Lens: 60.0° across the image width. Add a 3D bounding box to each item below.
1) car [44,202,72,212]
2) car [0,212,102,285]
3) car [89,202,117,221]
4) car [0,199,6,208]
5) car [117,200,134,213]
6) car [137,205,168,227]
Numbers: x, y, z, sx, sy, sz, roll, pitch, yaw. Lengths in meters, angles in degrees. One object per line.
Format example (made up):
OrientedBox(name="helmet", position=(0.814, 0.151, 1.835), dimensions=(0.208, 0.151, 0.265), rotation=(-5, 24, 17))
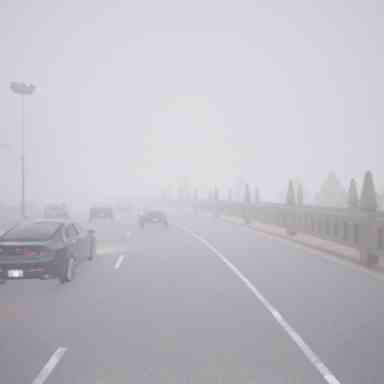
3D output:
OrientedBox(name="car", position=(-11.291, 1.622, 28.009), dimensions=(2.128, 1.511, 4.902), rotation=(0, 0, -16))
OrientedBox(name="car", position=(-4.097, 1.551, 9.732), dimensions=(1.837, 1.490, 4.892), rotation=(0, 0, -5))
OrientedBox(name="car", position=(-7.601, 1.592, 27.885), dimensions=(1.882, 1.535, 5.008), rotation=(0, 0, -16))
OrientedBox(name="car", position=(-29.563, 1.822, 50.721), dimensions=(2.033, 1.411, 5.357), rotation=(0, 0, -32))
OrientedBox(name="car", position=(-8.337, 1.718, 40.473), dimensions=(1.994, 1.385, 4.181), rotation=(0, 0, -22))
OrientedBox(name="car", position=(-2.841, 1.607, 23.400), dimensions=(1.812, 1.442, 4.674), rotation=(0, 0, -13))
